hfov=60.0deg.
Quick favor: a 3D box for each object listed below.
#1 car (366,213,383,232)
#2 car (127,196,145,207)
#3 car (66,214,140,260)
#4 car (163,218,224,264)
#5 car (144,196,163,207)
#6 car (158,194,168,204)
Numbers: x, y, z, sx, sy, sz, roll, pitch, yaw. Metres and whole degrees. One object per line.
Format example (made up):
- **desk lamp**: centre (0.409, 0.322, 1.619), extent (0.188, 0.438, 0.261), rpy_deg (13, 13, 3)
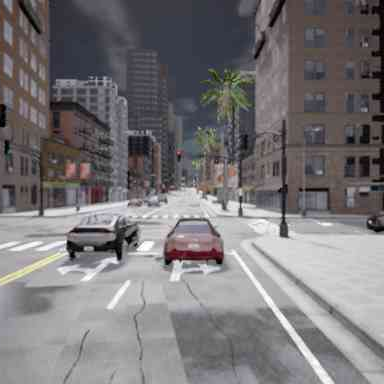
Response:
- **car**: centre (12.966, 1.891, 20.304), extent (4.313, 1.339, 1.947), rpy_deg (0, 0, 0)
- **car**: centre (-9.794, 1.867, 57.013), extent (1.812, 1.442, 4.674), rpy_deg (0, 0, 0)
- **car**: centre (-3.198, 1.570, 12.780), extent (2.128, 1.511, 4.902), rpy_deg (0, 0, 0)
- **car**: centre (0.053, 1.637, 12.156), extent (1.994, 1.385, 4.181), rpy_deg (0, 0, 0)
- **car**: centre (-6.546, 1.867, 57.114), extent (1.812, 1.442, 4.674), rpy_deg (0, 0, 0)
- **car**: centre (-6.489, 1.545, 72.533), extent (2.150, 2.045, 5.566), rpy_deg (0, 0, 0)
